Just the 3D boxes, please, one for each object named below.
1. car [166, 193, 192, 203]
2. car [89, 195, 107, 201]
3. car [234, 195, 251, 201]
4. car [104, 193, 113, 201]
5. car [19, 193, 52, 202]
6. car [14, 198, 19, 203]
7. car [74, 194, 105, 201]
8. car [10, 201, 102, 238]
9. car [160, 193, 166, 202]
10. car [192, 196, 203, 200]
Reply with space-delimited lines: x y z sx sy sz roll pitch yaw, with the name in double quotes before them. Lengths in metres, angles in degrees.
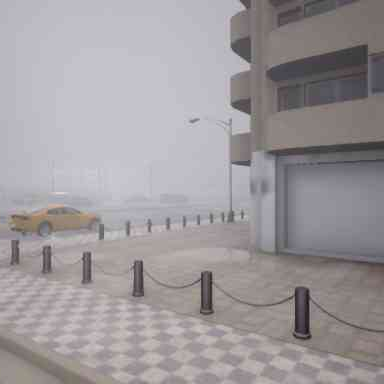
"car" -2.619 1.207 67.406 1.932 1.855 4.605 0 0 36
"car" -23.256 1.450 82.237 1.970 1.475 3.806 0 0 36
"car" 12.859 1.561 82.474 5.357 1.411 2.033 0 0 36
"car" -20.910 1.210 80.541 1.905 1.878 3.866 0 0 36
"car" -31.102 1.207 66.291 1.932 1.855 4.605 0 0 36
"car" -33.418 1.418 68.031 1.784 1.438 3.905 0 0 36
"car" -17.317 1.449 56.518 1.970 1.475 3.806 0 0 36
"car" -7.314 1.467 18.470 1.882 1.535 5.008 0 0 35
"car" -4.940 1.210 69.137 1.905 1.878 3.866 0 0 36
"car" 0.518 1.649 91.702 4.718 1.301 1.895 0 0 37
